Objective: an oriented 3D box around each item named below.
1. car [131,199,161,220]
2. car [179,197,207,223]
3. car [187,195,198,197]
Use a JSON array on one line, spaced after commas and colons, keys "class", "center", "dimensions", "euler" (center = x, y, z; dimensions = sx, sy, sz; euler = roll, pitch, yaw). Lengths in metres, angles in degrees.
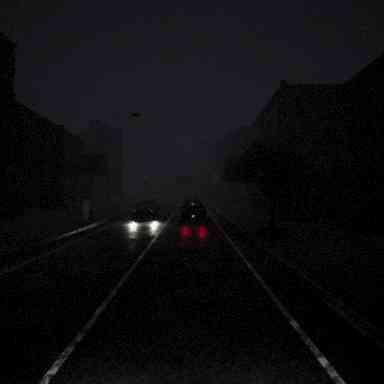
[{"class": "car", "center": [-3.609, 1.358, 26.783], "dimensions": [1.882, 1.535, 5.008], "euler": [0, 1, 0]}, {"class": "car", "center": [0.090, 1.393, 24.747], "dimensions": [2.128, 1.511, 4.902], "euler": [0, 1, 0]}, {"class": "car", "center": [0.066, 1.138, 42.799], "dimensions": [1.837, 1.490, 4.892], "euler": [0, 1, 0]}]
